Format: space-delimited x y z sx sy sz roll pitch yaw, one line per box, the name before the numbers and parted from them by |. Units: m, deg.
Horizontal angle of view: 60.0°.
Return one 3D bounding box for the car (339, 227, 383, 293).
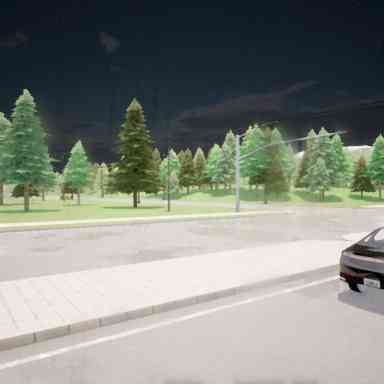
car | 5.356 1.491 7.625 4.902 1.511 2.128 0 0 -35
